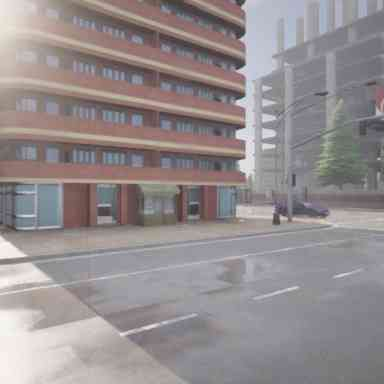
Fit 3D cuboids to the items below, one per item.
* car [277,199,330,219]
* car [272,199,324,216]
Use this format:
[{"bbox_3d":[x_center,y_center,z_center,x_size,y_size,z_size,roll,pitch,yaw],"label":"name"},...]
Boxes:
[{"bbox_3d":[9.849,1.525,29.562,1.812,1.442,4.674,0,0,-36],"label":"car"},{"bbox_3d":[10.797,1.503,34.193,1.837,1.490,4.892,0,0,-36],"label":"car"}]
